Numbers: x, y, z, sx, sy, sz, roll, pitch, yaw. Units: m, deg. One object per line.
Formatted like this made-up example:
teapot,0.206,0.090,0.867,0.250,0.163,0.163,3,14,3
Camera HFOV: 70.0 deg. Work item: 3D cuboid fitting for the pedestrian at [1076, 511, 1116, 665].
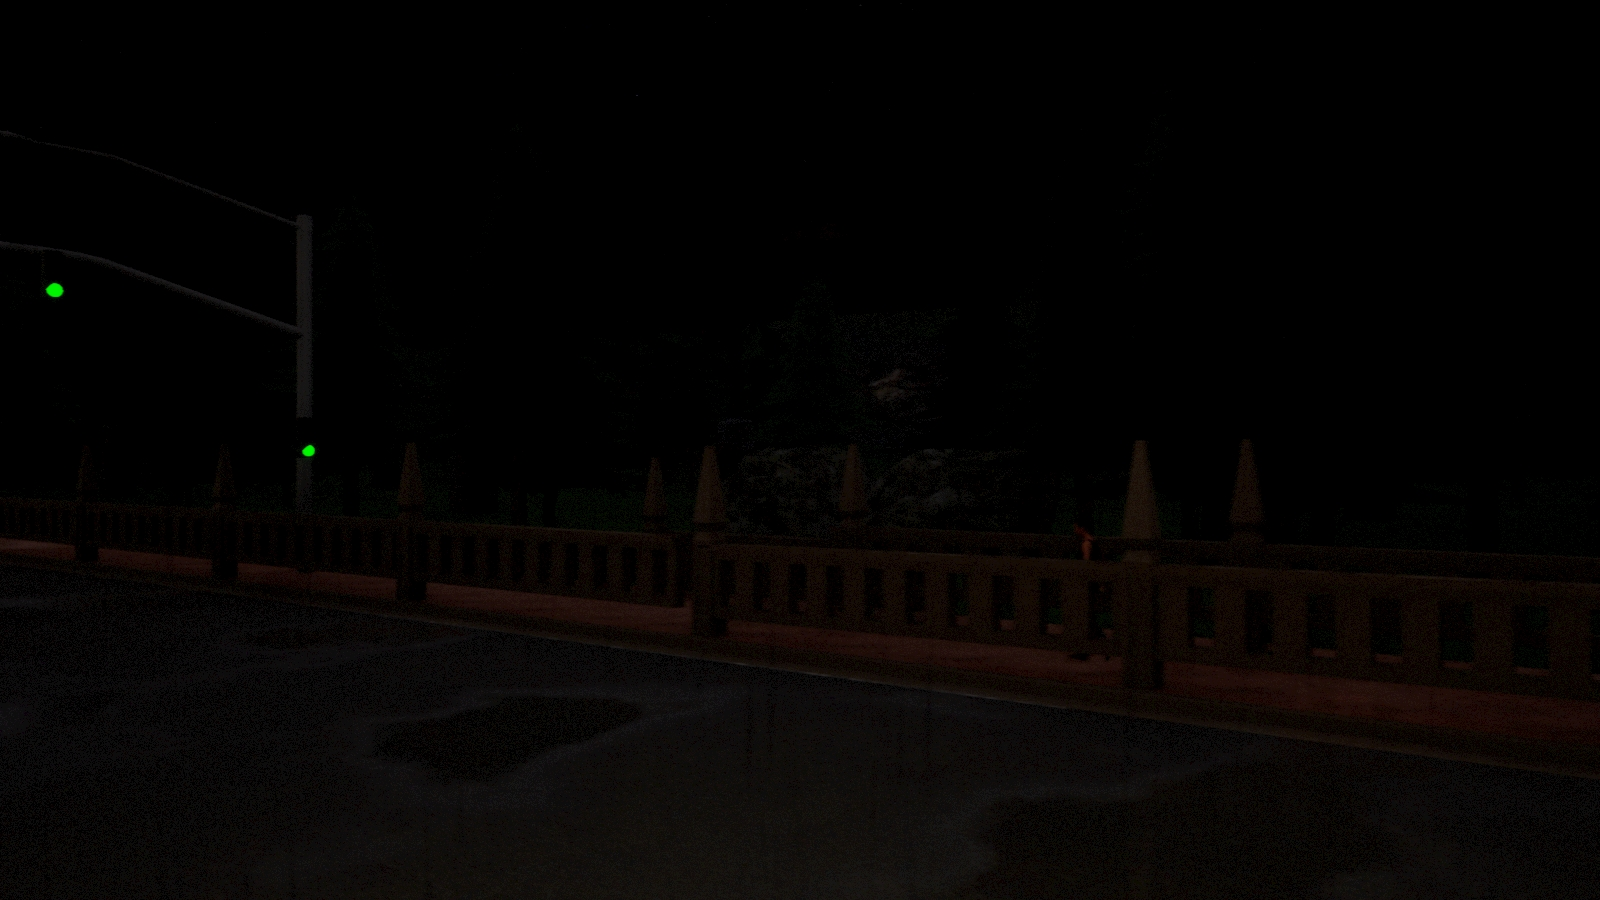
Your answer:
pedestrian,3.677,1.697,14.198,0.375,1.860,0.375,0,0,35

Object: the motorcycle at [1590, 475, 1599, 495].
motorcycle,50.743,2.188,71.569,2.033,1.199,0.803,0,0,35
